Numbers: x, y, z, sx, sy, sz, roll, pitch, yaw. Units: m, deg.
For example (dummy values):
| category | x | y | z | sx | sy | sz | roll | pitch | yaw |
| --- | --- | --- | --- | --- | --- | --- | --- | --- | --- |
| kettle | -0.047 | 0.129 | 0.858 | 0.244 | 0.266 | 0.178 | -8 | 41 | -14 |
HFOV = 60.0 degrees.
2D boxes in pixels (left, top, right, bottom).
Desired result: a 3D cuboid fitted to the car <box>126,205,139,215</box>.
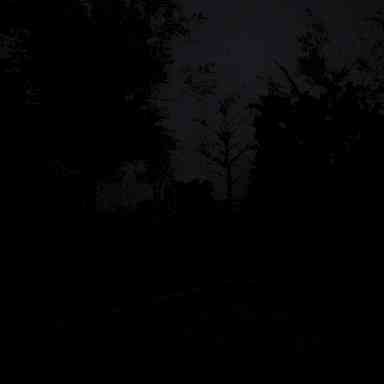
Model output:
| category | x | y | z | sx | sy | sz | roll | pitch | yaw |
| --- | --- | --- | --- | --- | --- | --- | --- | --- | --- |
| car | -8.176 | 3.058 | 56.479 | 4.674 | 1.452 | 2.002 | 0 | -3 | -37 |

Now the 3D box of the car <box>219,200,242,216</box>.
| category | x | y | z | sx | sy | sz | roll | pitch | yaw |
| --- | --- | --- | --- | --- | --- | --- | --- | --- | --- |
| car | 5.961 | 1.969 | 37.627 | 5.366 | 1.575 | 1.946 | 0 | -2 | -37 |

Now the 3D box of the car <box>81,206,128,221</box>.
| category | x | y | z | sx | sy | sz | roll | pitch | yaw |
| --- | --- | --- | --- | --- | --- | --- | --- | --- | --- |
| car | -10.749 | 2.832 | 40.197 | 4.892 | 1.490 | 1.837 | 1 | -1 | -36 |

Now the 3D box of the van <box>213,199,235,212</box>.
| category | x | y | z | sx | sy | sz | roll | pitch | yaw |
| --- | --- | --- | --- | --- | --- | --- | --- | --- | --- |
| van | 4.501 | 1.844 | 40.035 | 4.442 | 1.987 | 1.878 | 0 | -2 | -37 |

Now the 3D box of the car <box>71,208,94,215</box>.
| category | x | y | z | sx | sy | sz | roll | pitch | yaw |
| --- | --- | --- | --- | --- | --- | --- | --- | --- | --- |
| car | -26.658 | 4.631 | 81.045 | 4.892 | 1.521 | 2.231 | 0 | -3 | -37 |
